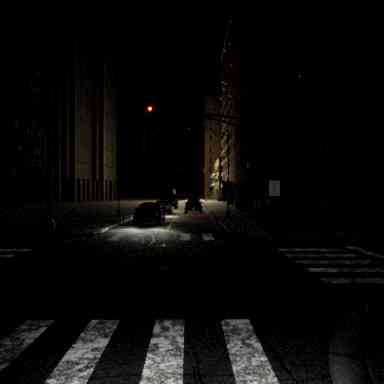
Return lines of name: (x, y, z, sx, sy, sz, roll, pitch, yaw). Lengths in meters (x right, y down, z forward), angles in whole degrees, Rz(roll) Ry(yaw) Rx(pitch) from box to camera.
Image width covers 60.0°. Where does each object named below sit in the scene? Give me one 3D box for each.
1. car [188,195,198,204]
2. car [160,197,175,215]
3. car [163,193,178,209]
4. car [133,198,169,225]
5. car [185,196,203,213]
car: (0.210, 1.475, 65.905, 1.882, 1.535, 5.008, 0, 0, 0)
car: (-3.040, 1.526, 34.359, 1.812, 1.442, 4.674, 0, 0, 0)
car: (-3.007, 1.221, 45.069, 2.150, 2.045, 5.566, 0, 0, 1)
car: (-3.056, 1.478, 24.395, 1.882, 1.535, 5.008, 0, 0, 0)
car: (0.177, 1.526, 37.475, 1.812, 1.442, 4.674, 0, 0, 0)
